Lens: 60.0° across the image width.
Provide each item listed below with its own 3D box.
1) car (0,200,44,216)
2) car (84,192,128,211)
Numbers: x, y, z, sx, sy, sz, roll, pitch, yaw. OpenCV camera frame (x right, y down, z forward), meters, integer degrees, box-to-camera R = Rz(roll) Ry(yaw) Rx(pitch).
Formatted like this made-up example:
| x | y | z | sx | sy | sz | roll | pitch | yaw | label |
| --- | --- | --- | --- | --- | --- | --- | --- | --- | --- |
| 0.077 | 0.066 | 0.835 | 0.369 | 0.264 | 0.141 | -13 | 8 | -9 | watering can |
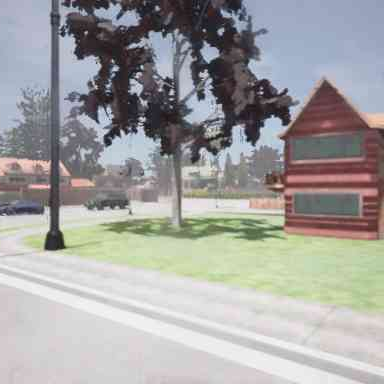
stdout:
| x | y | z | sx | sy | sz | roll | pitch | yaw | label |
| --- | --- | --- | --- | --- | --- | --- | --- | --- | --- |
| -15.945 | 1.414 | 30.783 | 1.994 | 1.385 | 4.181 | 0 | 0 | 34 | car |
| -10.073 | 1.071 | 39.453 | 2.150 | 2.045 | 5.566 | 0 | 0 | 35 | car |
